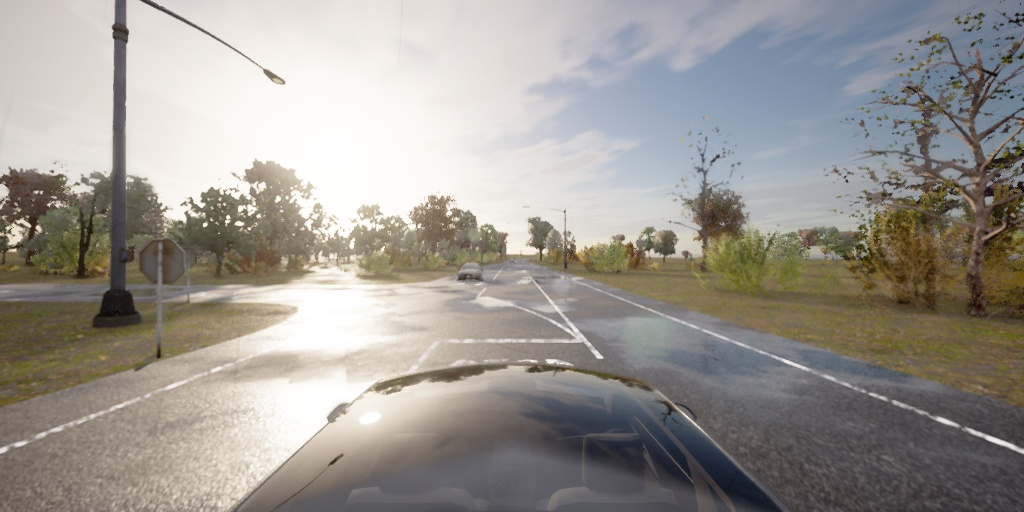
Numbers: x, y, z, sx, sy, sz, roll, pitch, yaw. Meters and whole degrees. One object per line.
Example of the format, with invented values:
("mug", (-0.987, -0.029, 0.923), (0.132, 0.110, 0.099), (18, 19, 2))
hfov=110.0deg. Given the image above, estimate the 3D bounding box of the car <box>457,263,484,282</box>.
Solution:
("car", (-3.426, 1.382, 30.393), (1.837, 1.490, 4.892), (0, 0, 0))
